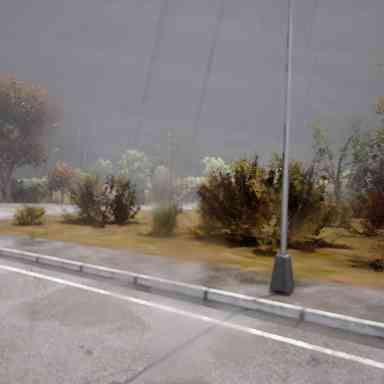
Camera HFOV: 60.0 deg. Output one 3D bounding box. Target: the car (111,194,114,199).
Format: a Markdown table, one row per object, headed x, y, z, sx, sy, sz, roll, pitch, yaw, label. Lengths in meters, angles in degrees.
| x | y | z | sx | sy | sz | roll | pitch | yaw | label |
| --- | --- | --- | --- | --- | --- | --- | --- | --- | --- |
| -12.450 | 1.400 | 52.724 | 2.150 | 2.045 | 5.566 | 2 | -2 | 20 | car |
